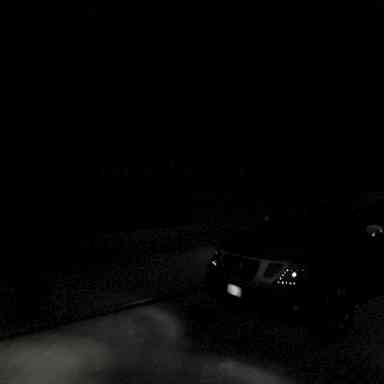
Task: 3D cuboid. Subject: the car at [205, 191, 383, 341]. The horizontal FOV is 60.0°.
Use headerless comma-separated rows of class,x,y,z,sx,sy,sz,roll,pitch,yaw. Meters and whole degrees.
car,2.888,1.050,6.595,5.566,2.045,2.150,-2,1,-35
